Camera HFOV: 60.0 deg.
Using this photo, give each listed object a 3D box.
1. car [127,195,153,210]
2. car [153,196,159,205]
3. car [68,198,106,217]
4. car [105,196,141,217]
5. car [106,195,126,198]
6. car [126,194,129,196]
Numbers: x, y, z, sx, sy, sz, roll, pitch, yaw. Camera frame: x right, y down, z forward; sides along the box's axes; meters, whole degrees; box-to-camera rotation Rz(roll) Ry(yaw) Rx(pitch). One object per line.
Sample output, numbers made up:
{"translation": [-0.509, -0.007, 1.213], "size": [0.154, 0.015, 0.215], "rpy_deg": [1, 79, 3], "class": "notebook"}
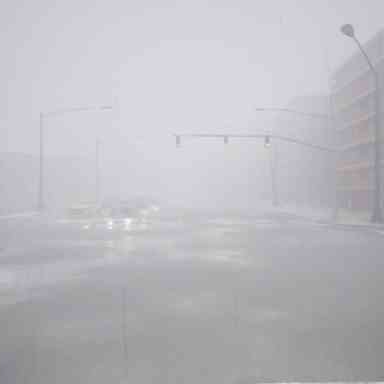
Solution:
{"translation": [-6.250, 1.321, 40.401], "size": [1.837, 1.490, 4.892], "rpy_deg": [0, 1, 0], "class": "car"}
{"translation": [-6.203, 1.240, 51.836], "size": [1.895, 1.301, 4.718], "rpy_deg": [0, 1, 0], "class": "car"}
{"translation": [-9.793, 1.416, 30.689], "size": [1.882, 1.535, 5.008], "rpy_deg": [0, 1, 0], "class": "car"}
{"translation": [-6.297, 1.436, 30.998], "size": [1.837, 1.490, 4.892], "rpy_deg": [0, 1, 0], "class": "car"}
{"translation": [-9.749, 1.324, 40.174], "size": [1.837, 1.490, 4.892], "rpy_deg": [0, 1, 0], "class": "car"}
{"translation": [-9.706, 1.166, 50.390], "size": [1.837, 1.490, 4.892], "rpy_deg": [0, 1, 0], "class": "car"}
